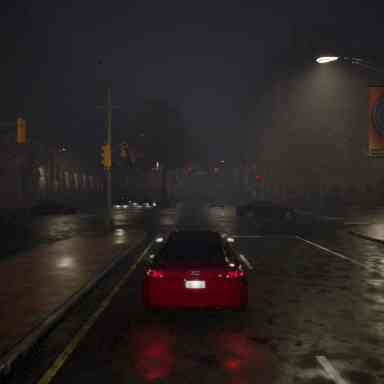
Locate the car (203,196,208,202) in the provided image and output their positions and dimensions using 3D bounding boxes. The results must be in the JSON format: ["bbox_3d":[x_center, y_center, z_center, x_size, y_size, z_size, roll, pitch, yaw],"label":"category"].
[{"bbox_3d":[3.465,1.524,73.489,1.812,1.442,4.674,0,0,0],"label":"car"}]

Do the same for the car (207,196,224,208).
[{"bbox_3d":[3.447,1.526,46.698,1.812,1.442,4.674,0,0,5],"label":"car"}]

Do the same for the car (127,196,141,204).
[{"bbox_3d":[-11.559,1.564,66.189,1.994,1.385,4.181,0,0,0],"label":"car"}]

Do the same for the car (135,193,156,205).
[{"bbox_3d":[-8.109,1.221,58.610,2.150,2.045,5.566,0,0,0],"label":"car"}]

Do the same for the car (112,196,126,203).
[{"bbox_3d":[-14.783,1.595,67.851,1.895,1.301,4.718,0,0,0],"label":"car"}]

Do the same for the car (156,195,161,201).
[{"bbox_3d":[-8.038,1.601,68.409,1.895,1.301,4.718,0,0,0],"label":"car"}]

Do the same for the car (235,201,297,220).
[{"bbox_3d":[6.083,1.477,27.442,5.008,1.535,1.882,0,0,0],"label":"car"}]

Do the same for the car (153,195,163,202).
[{"bbox_3d":[-8.039,1.500,78.613,1.837,1.490,4.892,0,0,0],"label":"car"}]

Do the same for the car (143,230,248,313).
[{"bbox_3d":[0.071,1.564,7.746,1.994,1.385,4.181,0,0,0],"label":"car"}]

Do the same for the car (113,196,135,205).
[{"bbox_3d":[-11.610,1.564,56.895,1.994,1.385,4.181,0,0,0],"label":"car"}]

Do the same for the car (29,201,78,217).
[{"bbox_3d":[-12.894,1.564,31.157,4.181,1.385,1.994,0,0,-6],"label":"car"}]

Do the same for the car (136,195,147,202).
[{"bbox_3d":[-11.538,1.478,76.608,1.882,1.535,5.008,0,0,0],"label":"car"}]
